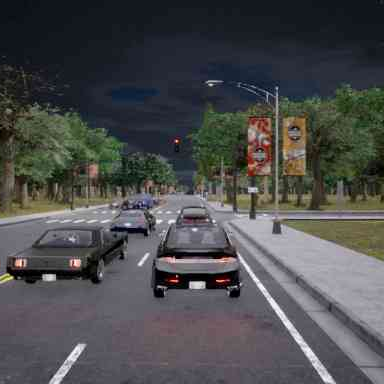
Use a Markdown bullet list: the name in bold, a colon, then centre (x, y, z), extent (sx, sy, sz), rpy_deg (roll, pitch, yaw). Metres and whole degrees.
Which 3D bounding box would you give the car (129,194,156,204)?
- **car**: centre (-6.511, 1.251, 44.582), extent (2.150, 2.045, 5.566), rpy_deg (0, 0, 0)

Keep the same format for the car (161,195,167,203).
- **car**: centre (-6.373, 1.412, 69.080), extent (2.097, 1.767, 4.553), rpy_deg (0, 0, 0)

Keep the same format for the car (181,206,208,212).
- **car**: centre (0.115, 1.512, 17.932), extent (1.837, 1.490, 4.892), rpy_deg (0, 0, 0)

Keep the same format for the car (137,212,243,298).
- **car**: centre (0.107, 1.493, 8.513), extent (2.128, 1.511, 4.902), rpy_deg (0, 0, 0)

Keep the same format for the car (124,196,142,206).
- **car**: centre (-9.736, 1.532, 55.304), extent (2.128, 1.511, 4.902), rpy_deg (0, 0, 0)

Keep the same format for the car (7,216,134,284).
- **car**: centre (-3.139, 1.603, 9.578), extent (1.895, 1.301, 4.718), rpy_deg (0, 0, 0)

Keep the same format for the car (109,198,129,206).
- **car**: centre (-9.753, 1.522, 44.931), extent (2.128, 1.511, 4.902), rpy_deg (0, 0, 2)

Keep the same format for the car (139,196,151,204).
- **car**: centre (-9.626, 1.565, 68.453), extent (1.837, 1.490, 4.892), rpy_deg (0, 0, 0)

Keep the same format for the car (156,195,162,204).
- **car**: centre (-6.487, 1.642, 55.064), extent (1.895, 1.301, 4.718), rpy_deg (0, 0, 0)

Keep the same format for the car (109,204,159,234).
- **car**: centre (-3.137, 1.571, 18.333), extent (1.994, 1.385, 4.181), rpy_deg (0, 0, 0)
